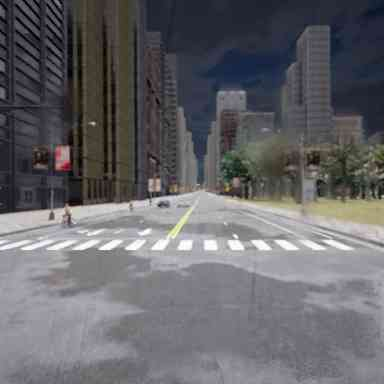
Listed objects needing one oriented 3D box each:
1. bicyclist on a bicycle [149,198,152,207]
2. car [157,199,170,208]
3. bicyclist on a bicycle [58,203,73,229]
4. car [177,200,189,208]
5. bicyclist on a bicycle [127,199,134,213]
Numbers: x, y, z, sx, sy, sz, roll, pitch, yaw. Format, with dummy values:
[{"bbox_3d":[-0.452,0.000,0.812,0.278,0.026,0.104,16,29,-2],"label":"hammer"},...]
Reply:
[{"bbox_3d":[-6.993,1.831,55.901,0.582,1.620,1.656,0,0,2],"label":"bicyclist on a bicycle"},{"bbox_3d":[-4.721,1.918,56.566,2.033,1.411,5.357,0,0,2],"label":"car"},{"bbox_3d":[-8.009,1.516,21.222,0.866,1.612,1.509,0,0,2],"label":"bicyclist on a bicycle"},{"bbox_3d":[-1.473,1.949,56.437,1.895,1.301,4.718,0,0,2],"label":"car"},{"bbox_3d":[-7.362,1.677,40.194,0.866,1.612,1.509,0,0,2],"label":"bicyclist on a bicycle"}]
